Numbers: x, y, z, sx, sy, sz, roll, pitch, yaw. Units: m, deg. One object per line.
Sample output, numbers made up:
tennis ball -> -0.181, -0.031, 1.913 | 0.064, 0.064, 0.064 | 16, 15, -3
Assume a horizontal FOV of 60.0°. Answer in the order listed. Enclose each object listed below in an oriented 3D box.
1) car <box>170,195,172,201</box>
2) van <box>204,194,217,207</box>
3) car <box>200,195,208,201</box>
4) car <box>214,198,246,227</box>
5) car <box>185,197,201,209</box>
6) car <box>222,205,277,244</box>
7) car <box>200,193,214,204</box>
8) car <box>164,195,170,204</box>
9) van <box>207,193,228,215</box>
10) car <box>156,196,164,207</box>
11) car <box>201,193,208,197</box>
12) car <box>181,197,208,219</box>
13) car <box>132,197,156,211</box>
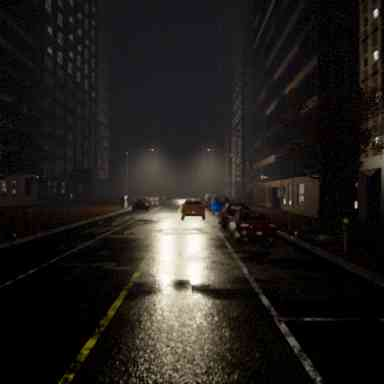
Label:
car -> -5.665, 1.356, 77.598 | 2.008, 1.369, 4.403 | 1, 0, 0
van -> 2.711, 1.222, 49.408 | 1.690, 1.788, 3.998 | 1, 0, 0
car -> 2.716, 1.331, 77.785 | 1.752, 1.417, 4.829 | 1, 0, 0
car -> 2.704, 1.391, 21.201 | 1.967, 1.590, 4.097 | 1, 0, 0
car -> 0.110, 1.457, 44.538 | 1.994, 1.385, 4.181 | 0, 0, 0
car -> 2.701, 1.509, 15.560 | 1.887, 1.381, 4.507 | 1, 0, 0
car -> 2.714, 1.167, 60.691 | 2.192, 1.841, 5.009 | 1, 0, 0
car -> -5.669, 1.402, 60.670 | 2.008, 1.369, 4.403 | 1, 0, 0
van -> 2.707, 1.266, 32.483 | 1.690, 1.788, 3.998 | 1, 0, 0
car -> -5.671, 1.432, 49.385 | 2.008, 1.369, 4.403 | 1, 0, 0
car -> 2.710, 1.211, 43.766 | 2.192, 1.841, 5.009 | 1, 0, 0
car -> 0.105, 1.413, 27.902 | 1.882, 1.535, 5.008 | 0, 0, 0
car -> -5.673, 1.350, 38.099 | 1.967, 1.590, 4.097 | 1, 0, 0
